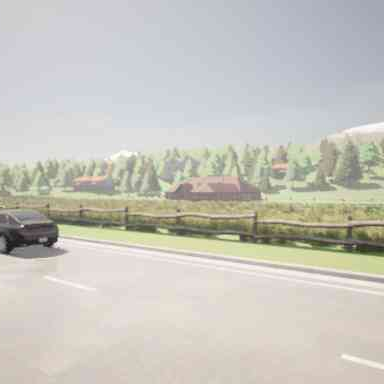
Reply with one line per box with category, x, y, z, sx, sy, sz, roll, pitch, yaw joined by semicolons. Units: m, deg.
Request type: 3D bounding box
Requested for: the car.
car;-7.355;1.487;13.460;4.892;1.490;1.837;0;0;36
